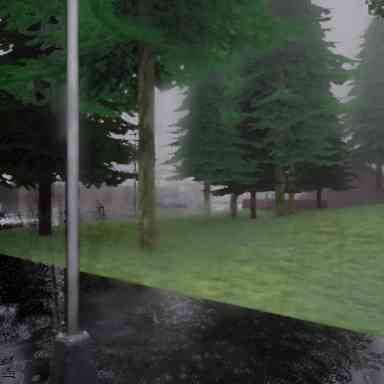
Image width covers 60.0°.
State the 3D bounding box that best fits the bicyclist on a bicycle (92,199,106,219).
[{"bbox_3d":[-7.634,1.409,27.267,1.656,1.620,0.582,-1,0,35],"label":"bicyclist on a bicycle"}]

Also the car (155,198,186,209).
[{"bbox_3d":[-3.048,1.629,48.083,2.033,1.411,5.357,0,0,36],"label":"car"}]
